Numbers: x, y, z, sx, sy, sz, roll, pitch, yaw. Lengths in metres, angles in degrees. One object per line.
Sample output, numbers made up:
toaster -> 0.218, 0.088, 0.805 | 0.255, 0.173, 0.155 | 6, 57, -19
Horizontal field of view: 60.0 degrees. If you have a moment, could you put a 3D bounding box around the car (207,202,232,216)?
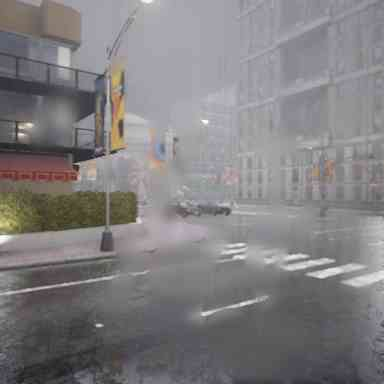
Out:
car -> 1.913, 1.731, 33.877 | 1.895, 1.301, 4.718 | 0, 0, -35

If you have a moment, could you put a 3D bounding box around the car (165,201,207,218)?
car -> -0.939, 1.635, 31.849 | 1.812, 1.442, 4.674 | 0, 0, -35
